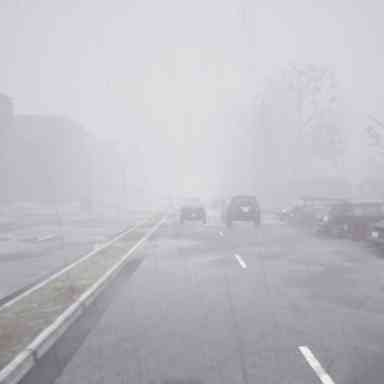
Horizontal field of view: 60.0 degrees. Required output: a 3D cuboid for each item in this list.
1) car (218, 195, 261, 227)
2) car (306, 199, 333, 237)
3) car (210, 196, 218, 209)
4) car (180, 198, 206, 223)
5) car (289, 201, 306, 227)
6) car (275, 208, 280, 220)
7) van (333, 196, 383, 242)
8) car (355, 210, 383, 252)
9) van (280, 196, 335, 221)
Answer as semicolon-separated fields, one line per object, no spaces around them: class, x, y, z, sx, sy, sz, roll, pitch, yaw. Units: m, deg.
car;3.328;1.234;23.217;2.150;2.045;5.566;0;0;0
car;8.741;1.395;17.425;4.553;1.767;2.185;0;0;0
car;3.311;1.261;41.765;2.128;1.511;4.902;0;1;0
car;0.076;1.476;25.733;1.882;1.535;5.008;0;0;0
car;8.764;1.513;20.053;4.892;1.521;2.231;0;0;0
car;8.795;1.356;25.563;4.553;1.767;2.185;0;1;0
van;8.891;1.297;14.540;4.442;1.987;1.878;0;0;0
car;8.807;1.551;11.787;4.792;1.488;2.163;0;0;0
van;8.651;1.275;22.810;4.442;1.987;1.878;0;0;0
